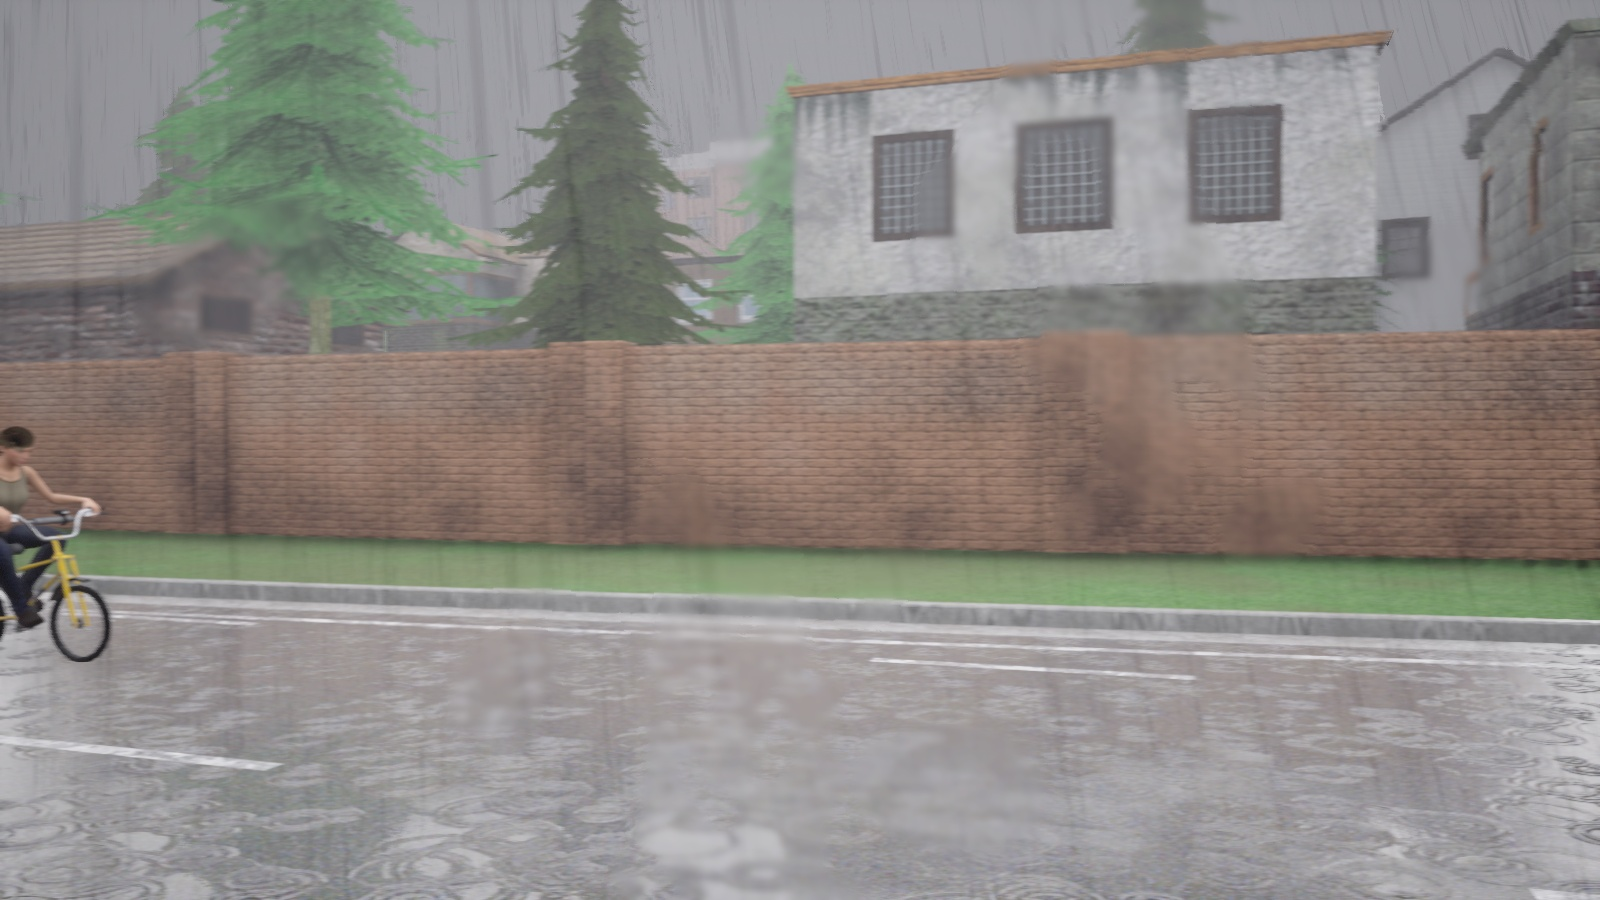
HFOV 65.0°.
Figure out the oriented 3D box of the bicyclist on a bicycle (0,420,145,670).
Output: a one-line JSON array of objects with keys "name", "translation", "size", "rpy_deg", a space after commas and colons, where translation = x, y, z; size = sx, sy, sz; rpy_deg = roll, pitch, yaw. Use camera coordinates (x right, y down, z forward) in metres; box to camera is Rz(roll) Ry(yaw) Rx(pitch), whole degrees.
[{"name": "bicyclist on a bicycle", "translation": [-5.503, 0.599, 8.741], "size": [1.509, 1.612, 0.866], "rpy_deg": [1, 1, 19]}]
